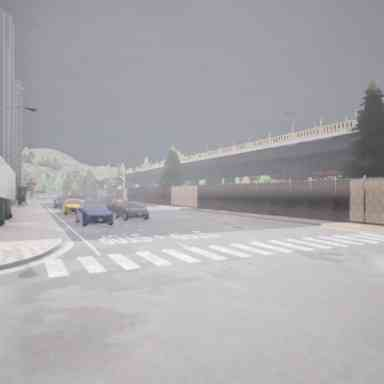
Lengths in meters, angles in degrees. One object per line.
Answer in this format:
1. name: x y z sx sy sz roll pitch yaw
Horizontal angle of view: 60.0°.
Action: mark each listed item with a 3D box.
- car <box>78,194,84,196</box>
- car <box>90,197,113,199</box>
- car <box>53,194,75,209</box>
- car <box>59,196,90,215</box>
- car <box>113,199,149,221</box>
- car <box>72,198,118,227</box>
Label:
1. car: -13.563 1.459 44.685 2.128 1.511 4.902 0 0 -26
2. car: -9.177 1.318 35.654 2.097 1.767 4.553 0 0 -26
3. car: -17.133 1.311 44.015 2.097 1.767 4.553 0 0 -26
4. car: -11.765 1.436 32.972 1.882 1.535 5.008 0 0 -26
5. car: -4.954 1.472 26.990 1.837 1.490 4.892 0 0 -26
6. car: -6.688 1.436 22.567 1.882 1.535 5.008 0 0 -26
